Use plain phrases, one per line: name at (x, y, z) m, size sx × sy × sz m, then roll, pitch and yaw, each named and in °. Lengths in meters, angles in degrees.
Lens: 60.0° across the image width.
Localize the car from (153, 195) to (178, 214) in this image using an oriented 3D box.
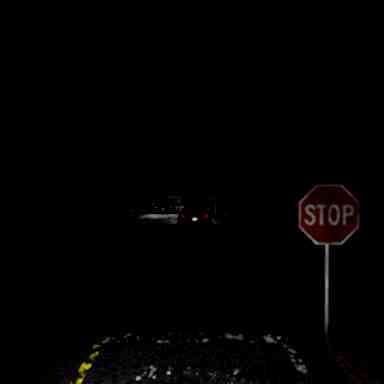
car at (-2.746, 1.391, 33.831) m, size 1.837 × 1.490 × 4.892 m, roll 0°, pitch 0°, yaw 0°

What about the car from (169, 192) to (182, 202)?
car at (-2.677, 1.023, 50.980) m, size 2.150 × 2.045 × 5.566 m, roll 0°, pitch 0°, yaw 0°

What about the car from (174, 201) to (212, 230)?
car at (0.162, 1.500, 20.660) m, size 1.994 × 1.385 × 4.181 m, roll 0°, pitch 0°, yaw 0°
